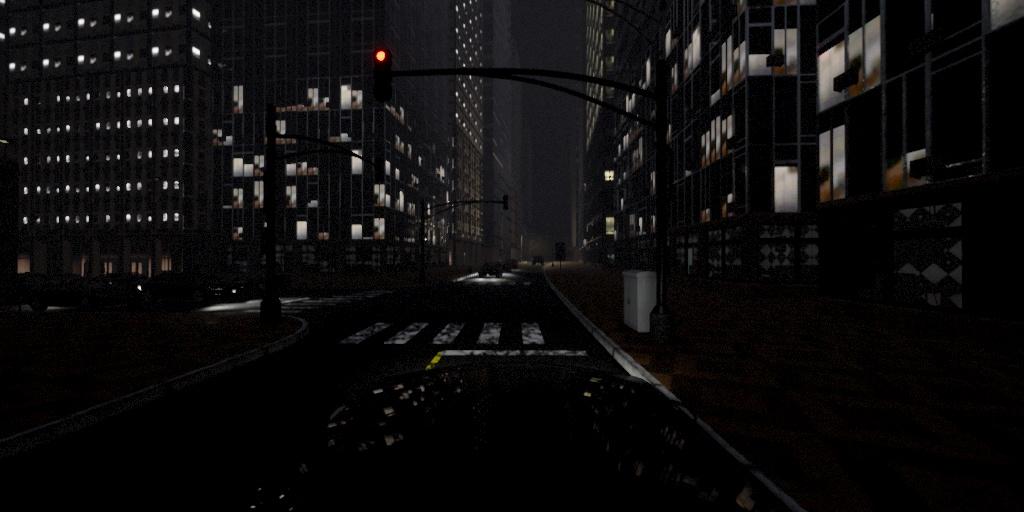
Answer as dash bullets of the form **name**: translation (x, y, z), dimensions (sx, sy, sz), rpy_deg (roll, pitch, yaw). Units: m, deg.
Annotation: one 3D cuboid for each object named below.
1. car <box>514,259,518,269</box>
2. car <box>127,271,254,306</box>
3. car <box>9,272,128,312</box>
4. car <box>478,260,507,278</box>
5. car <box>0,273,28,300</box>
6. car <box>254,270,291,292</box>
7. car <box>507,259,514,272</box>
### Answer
- **car**: translation (-0.134, 1.162, 54.625), dimensions (1.882, 1.535, 5.008), rpy_deg (0, 0, 7)
- **car**: translation (-15.647, 1.491, 17.534), dimensions (4.892, 1.490, 1.837), rpy_deg (-1, 0, 10)
- **car**: translation (-18.129, 1.562, 15.290), dimensions (4.403, 1.370, 2.007), rpy_deg (0, 0, 9)
- **car**: translation (-1.944, 1.269, 34.218), dimensions (2.033, 1.411, 5.357), rpy_deg (0, 0, 4)
- **car**: translation (-25.832, 1.646, 19.137), dimensions (5.008, 1.535, 1.882), rpy_deg (-1, 0, 9)
- **car**: translation (-16.818, 1.602, 23.567), dimensions (4.403, 1.370, 2.007), rpy_deg (0, 0, 9)
- **car**: translation (-1.161, 1.306, 44.226), dimensions (1.895, 1.301, 4.718), rpy_deg (0, 0, 5)
